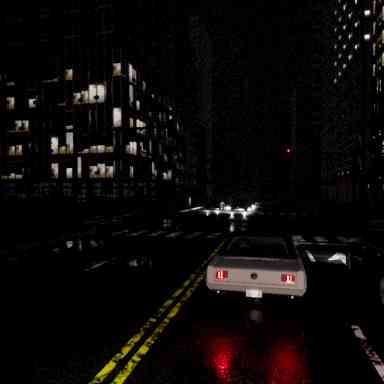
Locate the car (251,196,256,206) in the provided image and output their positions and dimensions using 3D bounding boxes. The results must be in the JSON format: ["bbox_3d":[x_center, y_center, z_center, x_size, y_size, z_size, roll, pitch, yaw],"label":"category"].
[{"bbox_3d":[7.975,1.460,49.731,2.128,1.511,4.902,0,0,13],"label":"car"}]

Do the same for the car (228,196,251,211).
[{"bbox_3d":[5.862,1.503,40.728,1.812,1.442,4.674,0,0,13],"label":"car"}]

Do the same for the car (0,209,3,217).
[{"bbox_3d":[-17.347,1.435,26.652,4.313,1.339,1.947,1,1,14],"label":"car"}]

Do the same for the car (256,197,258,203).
[{"bbox_3d":[10.306,1.559,59.539,1.895,1.301,4.718,0,0,14],"label":"car"}]

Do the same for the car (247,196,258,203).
[{"bbox_3d":[12.769,1.486,69.735,2.033,1.411,5.357,0,0,13],"label":"car"}]

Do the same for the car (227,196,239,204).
[{"bbox_3d":[7.837,1.460,63.167,1.837,1.490,4.892,0,0,14],"label":"car"}]

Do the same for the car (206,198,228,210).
[{"bbox_3d":[3.091,1.524,43.168,2.033,1.411,5.357,0,0,13],"label":"car"}]

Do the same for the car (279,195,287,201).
[{"bbox_3d":[21.813,1.355,79.818,1.895,1.301,4.718,0,0,13],"label":"car"}]

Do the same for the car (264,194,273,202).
[{"bbox_3d":[16.364,1.530,70.826,1.895,1.301,4.718,0,0,13],"label":"car"}]

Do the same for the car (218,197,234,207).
[{"bbox_3d":[5.413,1.567,53.037,1.895,1.301,4.718,0,0,13],"label":"car"}]

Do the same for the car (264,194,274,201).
[{"bbox_3d":[18.642,1.286,80.532,2.128,1.511,4.902,0,0,13],"label":"car"}]

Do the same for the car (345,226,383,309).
[{"bbox_3d":[4.825,1.501,7.437,1.837,1.490,4.892,0,0,13],"label":"car"}]

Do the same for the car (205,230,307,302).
[{"bbox_3d":[1.695,1.597,8.337,1.895,1.301,4.718,0,0,14],"label":"car"}]

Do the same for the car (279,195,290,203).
[{"bbox_3d":[19.426,1.474,69.646,2.033,1.411,5.357,0,0,13],"label":"car"}]
